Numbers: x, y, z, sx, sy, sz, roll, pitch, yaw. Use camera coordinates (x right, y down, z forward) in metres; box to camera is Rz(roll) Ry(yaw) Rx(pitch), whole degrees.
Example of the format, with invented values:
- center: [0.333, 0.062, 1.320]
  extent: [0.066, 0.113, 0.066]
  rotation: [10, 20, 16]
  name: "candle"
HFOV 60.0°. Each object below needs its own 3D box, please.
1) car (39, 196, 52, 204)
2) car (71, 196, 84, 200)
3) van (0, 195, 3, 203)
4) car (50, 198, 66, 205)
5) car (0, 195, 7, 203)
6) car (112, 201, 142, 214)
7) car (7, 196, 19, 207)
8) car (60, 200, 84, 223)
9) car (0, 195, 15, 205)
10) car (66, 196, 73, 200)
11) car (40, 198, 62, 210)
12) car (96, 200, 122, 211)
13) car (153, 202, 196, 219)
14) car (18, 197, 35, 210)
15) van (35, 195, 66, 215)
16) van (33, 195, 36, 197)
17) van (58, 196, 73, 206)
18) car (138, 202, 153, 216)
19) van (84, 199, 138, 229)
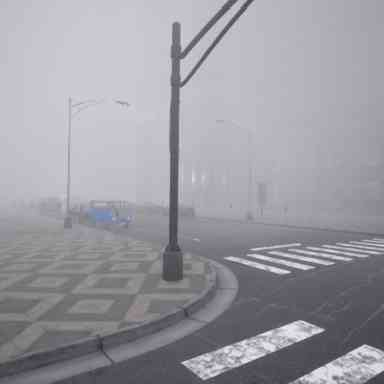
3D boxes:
- center: [-33.346, 1.818, 75.791]
  extent: [1.967, 1.590, 4.097]
  rotation: [1, -1, -35]
  name: "car"
- center: [-17.401, 1.816, 53.228]
  extent: [1.887, 1.381, 4.507]
  rotation: [1, -1, -35]
  name: "car"
- center: [-46.696, 1.613, 79.905]
  extent: [1.690, 1.788, 3.998]
  rotation: [1, -1, -35]
  name: "van"
- center: [-26.969, 1.886, 66.765]
  extent: [2.008, 1.369, 4.403]
  rotation: [1, -1, -35]
  name: "car"
- center: [-43.508, 1.565, 75.393]
  extent: [2.192, 1.841, 5.009]
  rotation: [1, -1, -35]
  name: "car"
- center: [-7.834, 1.752, 39.691]
  extent: [1.887, 1.381, 4.507]
  rotation: [1, -1, -35]
  name: "car"
- center: [-27.576, 1.692, 52.825]
  extent: [2.008, 1.369, 4.403]
  rotation: [1, -1, -35]
  name: "car"
- center: [-8.454, 1.559, 25.747]
  extent: [1.887, 1.381, 4.507]
  rotation: [1, -1, -35]
  name: "car"
- center: [-37.038, 1.731, 66.226]
  extent: [1.752, 1.417, 4.829]
  rotation: [1, -1, -35]
  name: "car"
- center: [-20.588, 1.607, 57.743]
  extent: [2.192, 1.841, 5.009]
  rotation: [1, -1, -35]
  name: "car"
- center: [-19.712, 1.658, 46.500]
  extent: [1.837, 1.490, 4.892]
  rotation: [1, -1, -35]
  name: "car"
- center: [-11.121, 1.754, 44.342]
  extent: [1.752, 1.417, 4.829]
  rotation: [1, -1, -35]
  name: "car"
- center: [-1.456, 1.710, 30.667]
  extent: [1.887, 1.381, 4.507]
  rotation: [1, -1, -35]
  name: "car"
- center: [-21.202, 1.681, 43.799]
  extent: [1.802, 1.307, 4.206]
  rotation: [1, -1, -35]
  name: "car"
- center: [-14.826, 1.397, 34.775]
  extent: [1.690, 1.788, 3.998]
  rotation: [1, -1, -35]
  name: "van"
- center: [-36.533, 1.741, 80.303]
  extent: [1.690, 1.788, 3.998]
  rotation: [1, -1, -35]
  name: "van"
- center: [-23.777, 1.655, 62.254]
  extent: [1.690, 1.788, 3.998]
  rotation: [1, -1, -35]
  name: "van"
- center: [-4.645, 1.731, 35.179]
  extent: [1.887, 1.381, 4.507]
  rotation: [1, -1, -35]
  name: "car"
- center: [-5.264, 1.335, 21.236]
  extent: [1.690, 1.788, 3.998]
  rotation: [1, -1, -35]
  name: "van"
